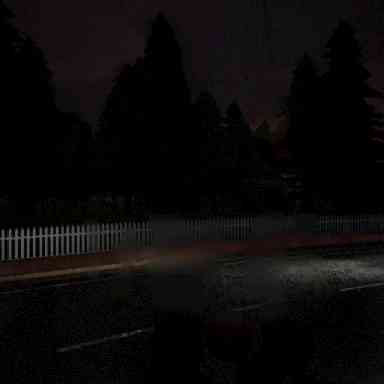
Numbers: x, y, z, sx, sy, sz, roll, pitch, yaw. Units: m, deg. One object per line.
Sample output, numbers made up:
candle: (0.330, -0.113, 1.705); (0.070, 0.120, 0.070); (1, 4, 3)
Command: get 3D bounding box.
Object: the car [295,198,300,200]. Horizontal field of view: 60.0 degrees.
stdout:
car: (20.581, 1.711, 62.605); (1.895, 1.301, 4.718); (0, 0, -4)
